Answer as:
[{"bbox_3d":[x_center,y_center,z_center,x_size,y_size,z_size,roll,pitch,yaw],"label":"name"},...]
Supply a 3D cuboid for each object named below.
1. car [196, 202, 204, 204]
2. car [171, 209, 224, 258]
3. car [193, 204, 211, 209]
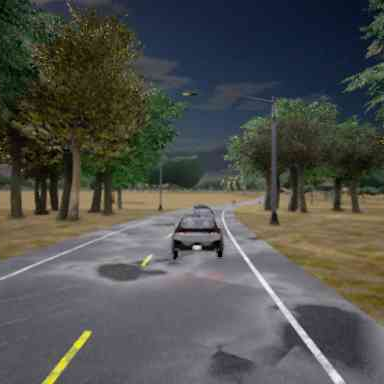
[{"bbox_3d":[1.481,2.715,65.602,1.994,1.385,4.181,0,-1,9],"label":"car"},{"bbox_3d":[0.266,1.652,13.427,2.128,1.511,4.902,0,-1,2],"label":"car"},{"bbox_3d":[0.930,1.942,27.381,2.033,1.411,5.357,0,-1,4],"label":"car"}]
